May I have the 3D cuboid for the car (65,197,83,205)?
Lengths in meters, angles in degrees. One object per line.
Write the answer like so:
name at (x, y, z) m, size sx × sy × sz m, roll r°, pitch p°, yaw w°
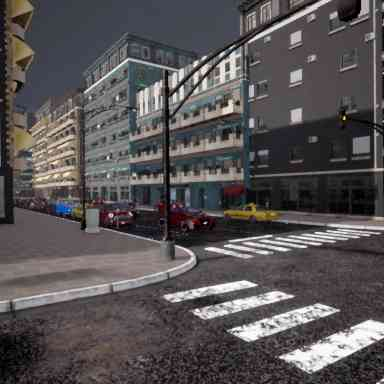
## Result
car at (-21.478, 1.645, 60.366) m, size 2.008 × 1.369 × 4.403 m, roll -1°, pitch 1°, yaw -36°

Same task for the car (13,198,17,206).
car at (-31.513, 1.782, 60.002) m, size 1.887 × 1.381 × 4.507 m, roll -1°, pitch 1°, yaw -36°

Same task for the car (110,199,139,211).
car at (-8.615, 1.581, 42.349) m, size 2.008 × 1.369 × 4.403 m, roll -1°, pitch 1°, yaw -36°

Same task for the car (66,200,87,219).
car at (-8.906, 1.652, 28.334) m, size 1.752 × 1.417 × 4.829 m, roll -1°, pitch 1°, yaw -36°

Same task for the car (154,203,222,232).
car at (-0.391, 1.623, 20.865) m, size 1.994 × 1.385 × 4.181 m, roll -1°, pitch 1°, yaw -36°

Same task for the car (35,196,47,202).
car at (-37.555, 1.728, 82.888) m, size 1.887 × 1.381 × 4.507 m, roll -1°, pitch 1°, yaw -36°

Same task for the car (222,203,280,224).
car at (4.148, 1.498, 24.471) m, size 1.752 × 1.417 × 4.829 m, roll -1°, pitch 1°, yaw -36°

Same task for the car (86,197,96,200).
car at (-13.281, 1.616, 38.948) m, size 1.837 × 1.490 × 4.892 m, roll -1°, pitch 2°, yaw -35°

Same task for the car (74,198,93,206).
car at (-18.262, 1.643, 55.862) m, size 1.947 × 1.339 × 4.313 m, roll -1°, pitch 1°, yaw -36°

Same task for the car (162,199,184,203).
car at (-2.186, 1.441, 33.340) m, size 1.967 × 1.590 × 4.097 m, roll -1°, pitch 1°, yaw -36°

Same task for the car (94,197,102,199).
car at (-15.048, 1.502, 51.356) m, size 1.967 × 1.590 × 4.097 m, roll -1°, pitch 1°, yaw -36°

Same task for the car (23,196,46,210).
car at (-21.868, 1.628, 46.489) m, size 1.967 × 1.590 × 4.097 m, roll -1°, pitch 1°, yaw -36°

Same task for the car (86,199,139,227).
car at (-5.791, 1.553, 23.968) m, size 1.967 × 1.590 × 4.097 m, roll -1°, pitch 1°, yaw -36°

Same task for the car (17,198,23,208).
car at (-25.082, 1.769, 50.994) m, size 1.947 × 1.339 × 4.313 m, roll -1°, pitch 1°, yaw -36°

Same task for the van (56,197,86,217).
van at (-12.223, 1.483, 32.975) m, size 1.690 × 1.788 × 3.998 m, roll -1°, pitch 1°, yaw -36°
